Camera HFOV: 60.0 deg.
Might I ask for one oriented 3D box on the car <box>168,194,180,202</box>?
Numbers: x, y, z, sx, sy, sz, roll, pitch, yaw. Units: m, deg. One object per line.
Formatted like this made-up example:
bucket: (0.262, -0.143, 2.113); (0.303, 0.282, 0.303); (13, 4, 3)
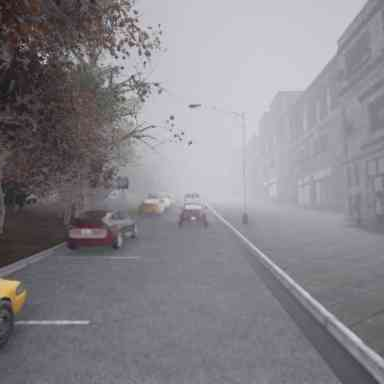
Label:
car: (-3.707, 1.269, 69.844); (2.002, 1.452, 4.674); (0, 0, 2)

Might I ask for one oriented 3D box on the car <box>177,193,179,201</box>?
car: (-3.694, 1.281, 53.130); (2.097, 1.535, 5.008); (0, 0, 2)

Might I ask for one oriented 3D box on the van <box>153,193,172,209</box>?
van: (-3.682, 1.095, 42.111); (1.878, 1.987, 4.442); (0, 0, 2)

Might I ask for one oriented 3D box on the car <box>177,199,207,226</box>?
car: (0.078, 1.444, 22.839); (1.812, 1.442, 4.674); (0, 0, 0)

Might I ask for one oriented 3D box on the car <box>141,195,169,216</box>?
car: (-3.677, 1.366, 30.849); (2.097, 1.535, 5.008); (0, 0, 2)

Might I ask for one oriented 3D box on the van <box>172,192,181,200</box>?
van: (-3.712, 0.969, 81.104); (1.878, 1.987, 4.442); (0, 0, 2)

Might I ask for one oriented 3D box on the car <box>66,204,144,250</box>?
car: (-3.663, 1.462, 14.171); (2.163, 1.488, 4.792); (0, 0, 2)

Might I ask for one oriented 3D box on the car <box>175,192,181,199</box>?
car: (-3.705, 1.121, 64.244); (2.185, 1.767, 4.553); (0, 0, 2)

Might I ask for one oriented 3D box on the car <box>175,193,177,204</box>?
car: (-3.683, 1.297, 47.750); (1.946, 1.575, 5.366); (0, 0, 2)

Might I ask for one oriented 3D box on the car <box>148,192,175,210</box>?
car: (-3.681, 1.092, 36.453); (2.435, 2.045, 5.566); (0, 0, 2)

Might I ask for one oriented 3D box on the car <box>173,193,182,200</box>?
car: (-3.722, 1.052, 86.527); (2.185, 1.767, 4.553); (0, 0, 2)

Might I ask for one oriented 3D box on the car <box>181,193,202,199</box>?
car: (0.069, 1.070, 40.443); (2.150, 2.045, 5.566); (0, 0, 0)

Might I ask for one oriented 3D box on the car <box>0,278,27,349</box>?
car: (-3.648, 1.467, 3.185); (1.946, 1.575, 5.366); (0, 0, 2)
